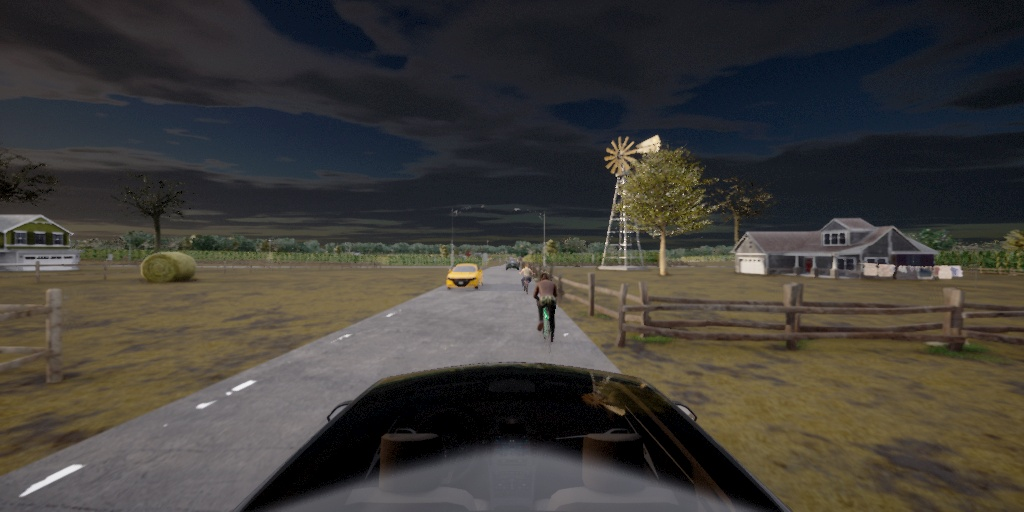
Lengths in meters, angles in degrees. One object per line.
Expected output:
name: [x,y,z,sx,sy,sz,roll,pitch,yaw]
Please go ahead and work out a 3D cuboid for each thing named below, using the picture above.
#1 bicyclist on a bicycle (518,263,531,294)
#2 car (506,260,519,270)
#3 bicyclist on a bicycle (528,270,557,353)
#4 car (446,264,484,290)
bicyclist on a bicycle: [0.773,1.197,19.058,0.866,1.612,1.509,0,0,0]
car: [0.062,1.405,60.190,2.097,1.767,4.553,0,-1,0]
bicyclist on a bicycle: [0.754,1.203,7.947,0.582,1.620,1.656,0,0,0]
car: [-2.866,1.246,22.641,1.882,1.535,5.008,0,0,0]
